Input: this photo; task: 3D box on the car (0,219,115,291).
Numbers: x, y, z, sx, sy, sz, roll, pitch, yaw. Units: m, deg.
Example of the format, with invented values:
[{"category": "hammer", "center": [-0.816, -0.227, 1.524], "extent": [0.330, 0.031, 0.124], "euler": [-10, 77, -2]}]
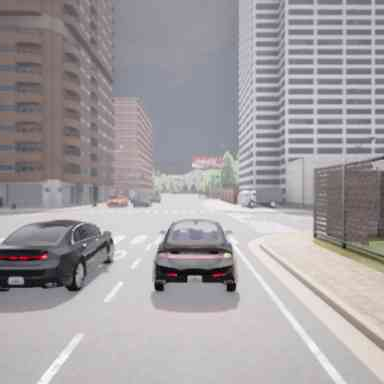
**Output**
[{"category": "car", "center": [-3.423, 1.492, 8.924], "extent": [1.837, 1.490, 4.892], "euler": [0, 0, 0]}]

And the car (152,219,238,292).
[{"category": "car", "center": [0.102, 1.479, 8.901], "extent": [2.128, 1.511, 4.902], "euler": [0, 0, 1]}]

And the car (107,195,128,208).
[{"category": "car", "center": [-10.584, 1.284, 47.485], "extent": [2.097, 1.767, 4.553], "euler": [0, 0, 0]}]

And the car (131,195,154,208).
[{"category": "car", "center": [-7.079, 1.285, 47.360], "extent": [2.097, 1.767, 4.553], "euler": [0, 0, 0]}]

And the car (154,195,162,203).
[{"category": "car", "center": [-7.015, 1.412, 64.832], "extent": [1.837, 1.490, 4.892], "euler": [0, 0, 0]}]

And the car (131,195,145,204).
[{"category": "car", "center": [-10.514, 1.385, 64.756], "extent": [1.882, 1.535, 5.008], "euler": [0, 0, 0]}]
